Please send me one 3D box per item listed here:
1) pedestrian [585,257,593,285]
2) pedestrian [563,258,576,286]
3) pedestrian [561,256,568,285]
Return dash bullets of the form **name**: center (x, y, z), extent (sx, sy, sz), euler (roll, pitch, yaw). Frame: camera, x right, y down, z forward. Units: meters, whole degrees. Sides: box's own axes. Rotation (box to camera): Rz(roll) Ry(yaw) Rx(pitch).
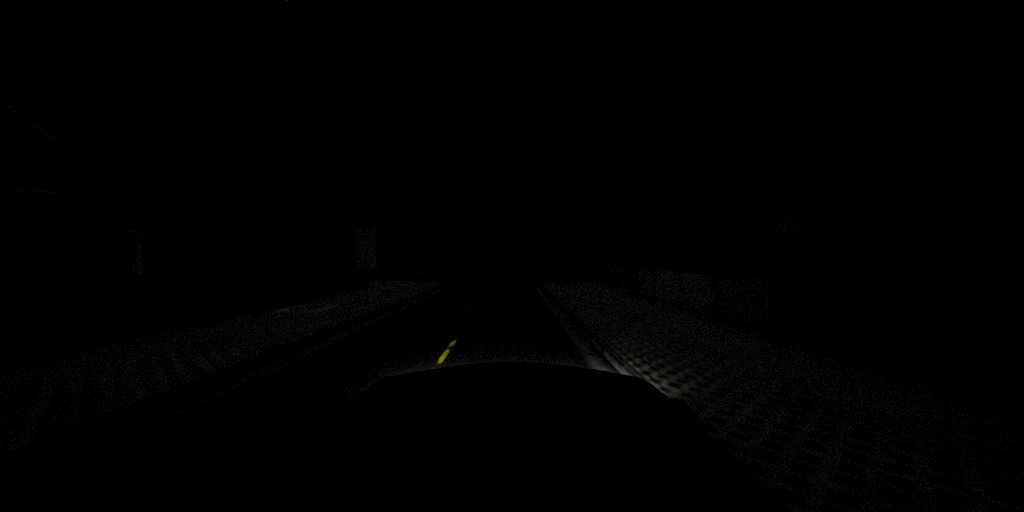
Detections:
- **pedestrian**: center (5.090, 0.958, 23.367), extent (0.375, 1.860, 0.375), euler (-1, 1, 0)
- **pedestrian**: center (3.650, 0.956, 22.768), extent (0.375, 1.860, 0.375), euler (-1, 1, 0)
- **pedestrian**: center (3.517, 0.971, 23.968), extent (0.375, 1.860, 0.375), euler (-1, 1, 0)
